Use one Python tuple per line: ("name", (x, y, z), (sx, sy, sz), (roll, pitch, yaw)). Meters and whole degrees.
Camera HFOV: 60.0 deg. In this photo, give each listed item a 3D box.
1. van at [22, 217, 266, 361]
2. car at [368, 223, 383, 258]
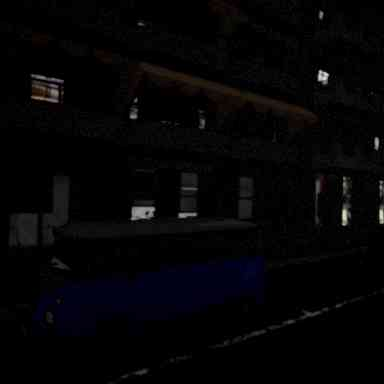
("van", (-0.535, 1.365, 5.684), (3.998, 1.788, 1.690), (1, 1, -35))
("car", (8.479, 1.441, 12.095), (5.009, 1.841, 2.192), (1, 1, -35))
